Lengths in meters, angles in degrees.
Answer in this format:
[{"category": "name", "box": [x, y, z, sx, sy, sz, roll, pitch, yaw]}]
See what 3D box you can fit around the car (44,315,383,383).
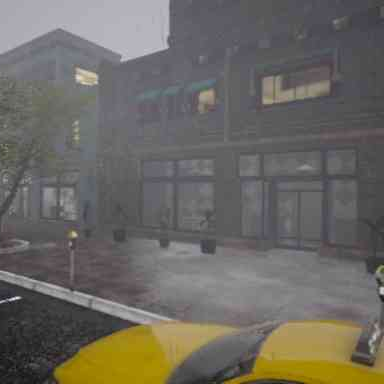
[{"category": "car", "box": [0.884, 1.526, 2.232, 4.829, 1.417, 1.752, 0, 1, 36]}]
